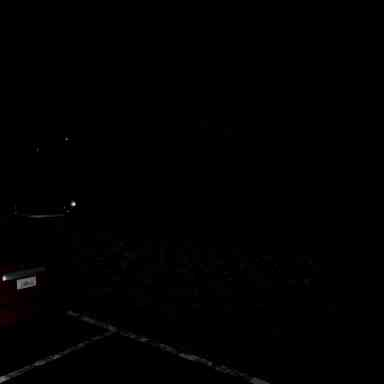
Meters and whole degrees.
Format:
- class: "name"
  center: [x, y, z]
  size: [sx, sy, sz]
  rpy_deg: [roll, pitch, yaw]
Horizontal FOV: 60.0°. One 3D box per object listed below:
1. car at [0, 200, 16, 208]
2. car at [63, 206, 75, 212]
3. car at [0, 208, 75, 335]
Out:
- class: "car"
  center: [-18.271, 1.502, 29.784]
  size: [2.097, 1.767, 4.553]
  rpy_deg: [-1, -1, 37]
- class: "car"
  center: [-12.196, 1.837, 37.970]
  size: [1.895, 1.301, 4.718]
  rpy_deg: [-1, -1, 36]
- class: "car"
  center: [-4.171, 1.316, 5.927]
  size: [5.009, 1.841, 2.192]
  rpy_deg: [0, -1, 36]
